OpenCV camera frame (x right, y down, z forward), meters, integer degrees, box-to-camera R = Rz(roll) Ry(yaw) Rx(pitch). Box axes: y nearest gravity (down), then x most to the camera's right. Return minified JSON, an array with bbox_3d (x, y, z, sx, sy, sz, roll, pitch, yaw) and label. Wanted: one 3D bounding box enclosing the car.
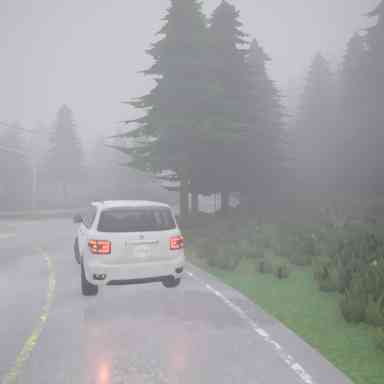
[{"bbox_3d":[-1.917,1.221,9.031,2.150,2.045,5.566,0,0,-20],"label":"car"}]
